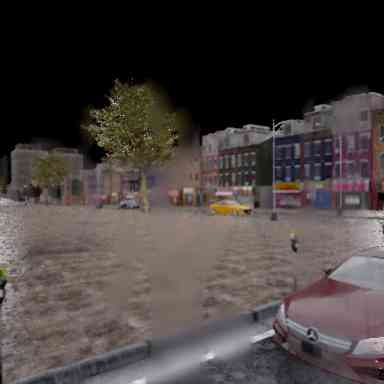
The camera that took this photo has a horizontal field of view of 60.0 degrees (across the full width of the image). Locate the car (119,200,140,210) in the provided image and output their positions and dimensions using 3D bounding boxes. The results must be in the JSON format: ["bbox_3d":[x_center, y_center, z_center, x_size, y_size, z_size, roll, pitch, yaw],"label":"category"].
[{"bbox_3d":[-9.697,1.995,51.352,1.837,1.490,4.892,-1,-1,-35],"label":"car"}]

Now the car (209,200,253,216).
[{"bbox_3d":[3.733,1.553,32.507,1.882,1.535,5.008,-1,0,-36],"label":"car"}]

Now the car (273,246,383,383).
[{"bbox_3d":[3.056,1.534,4.991,4.206,1.307,1.802,-1,0,-36],"label":"car"}]
